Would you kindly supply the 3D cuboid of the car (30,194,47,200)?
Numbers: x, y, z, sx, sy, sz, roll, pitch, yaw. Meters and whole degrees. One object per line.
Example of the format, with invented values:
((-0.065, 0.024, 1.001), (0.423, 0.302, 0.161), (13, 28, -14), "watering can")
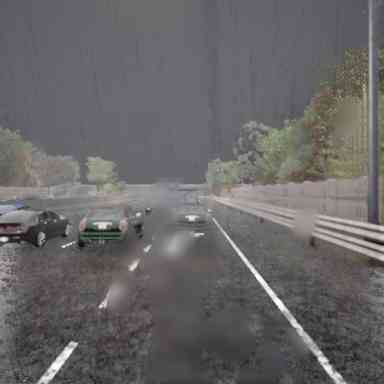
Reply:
((-27.995, 1.563, 63.295), (2.033, 1.411, 5.357), (0, 0, 0), "car")

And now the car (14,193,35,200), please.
((-31.495, 1.248, 63.266), (2.150, 2.045, 5.566), (0, 0, 0), "car")

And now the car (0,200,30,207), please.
((-10.395, 1.463, 19.667), (1.882, 1.535, 5.008), (0, 0, 0), "car")

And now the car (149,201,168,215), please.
((-3.397, 1.586, 32.913), (1.895, 1.301, 4.718), (0, 0, 0), "car")

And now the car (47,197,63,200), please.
((-24.497, 1.616, 61.649), (1.895, 1.301, 4.718), (0, 0, 0), "car")

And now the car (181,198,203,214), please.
((0.002, 1.479, 35.795), (2.128, 1.511, 4.902), (0, 0, 0), "car")

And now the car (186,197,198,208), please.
((0.003, 1.528, 50.117), (1.812, 1.442, 4.674), (0, 0, 0), "car")

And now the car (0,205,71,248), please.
((-6.896, 1.494, 14.629), (1.837, 1.490, 4.892), (0, 0, 0), "car")

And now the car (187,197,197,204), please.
((0.005, 1.636, 66.792), (1.895, 1.301, 4.718), (0, 0, 0), "car")

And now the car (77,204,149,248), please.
((-3.399, 1.341, 14.745), (2.097, 1.767, 4.553), (0, 0, 0), "car")

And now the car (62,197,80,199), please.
((-21.008, 1.620, 59.753), (1.895, 1.301, 4.718), (0, 0, 0), "car")

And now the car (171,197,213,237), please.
((0.002, 1.338, 18.193), (2.097, 1.767, 4.553), (0, 0, 0), "car")
